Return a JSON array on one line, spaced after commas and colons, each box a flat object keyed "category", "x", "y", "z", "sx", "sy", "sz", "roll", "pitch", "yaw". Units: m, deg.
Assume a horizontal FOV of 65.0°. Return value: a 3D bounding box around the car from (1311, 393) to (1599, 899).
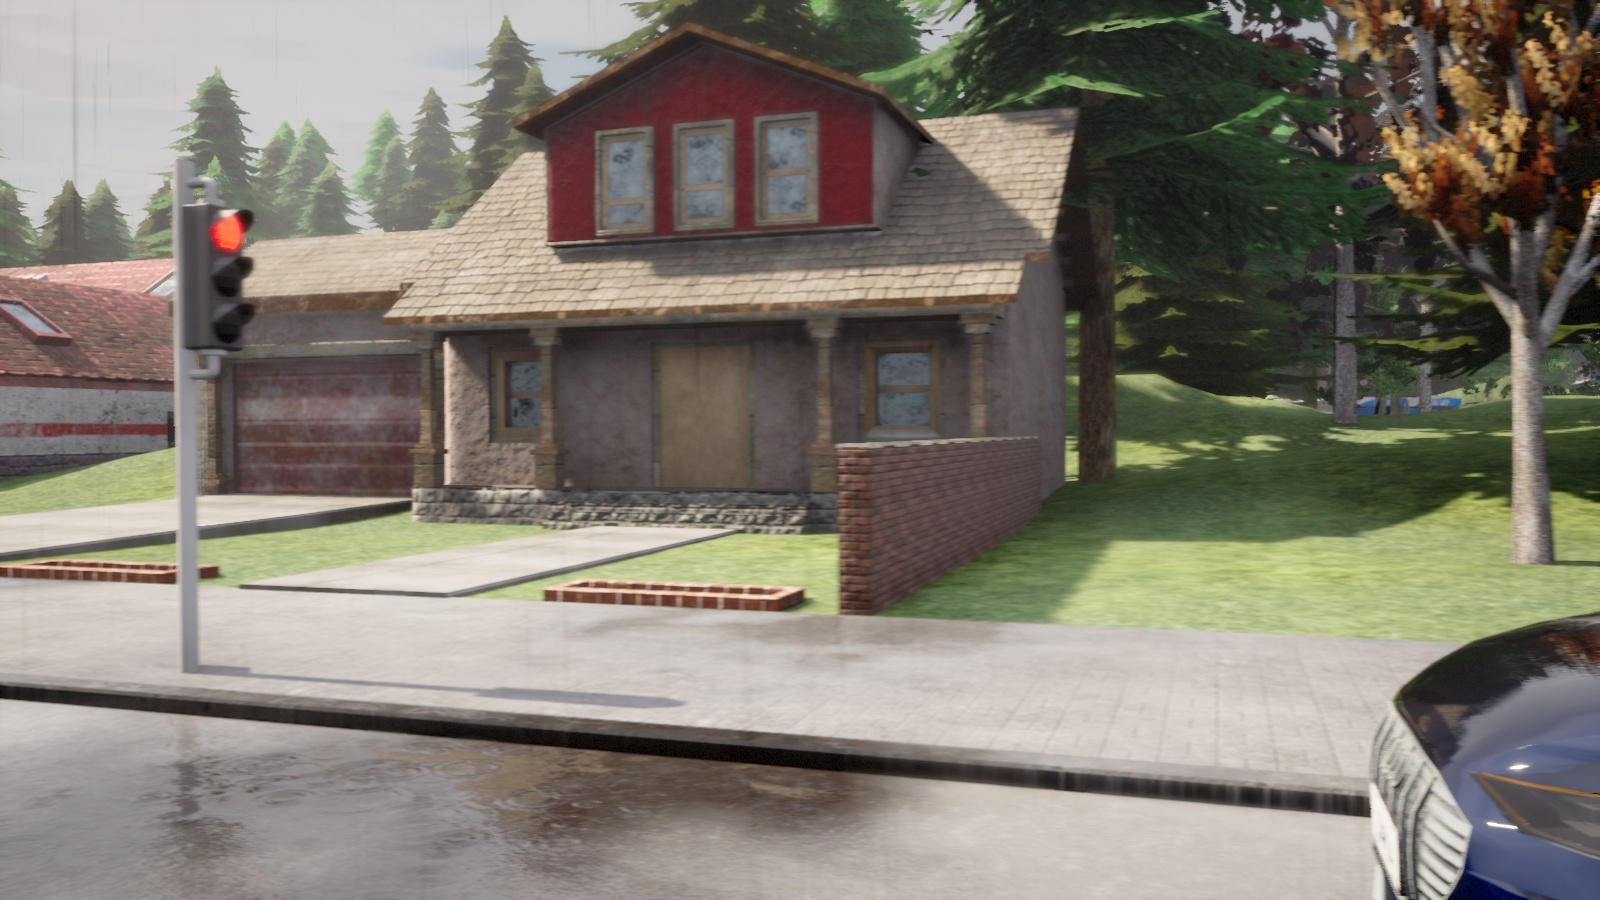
[{"category": "car", "x": 3.713, "y": 0.731, "z": 2.478, "sx": 4.856, "sy": 1.649, "sz": 2.033, "roll": 1, "pitch": 1, "yaw": 18}]
